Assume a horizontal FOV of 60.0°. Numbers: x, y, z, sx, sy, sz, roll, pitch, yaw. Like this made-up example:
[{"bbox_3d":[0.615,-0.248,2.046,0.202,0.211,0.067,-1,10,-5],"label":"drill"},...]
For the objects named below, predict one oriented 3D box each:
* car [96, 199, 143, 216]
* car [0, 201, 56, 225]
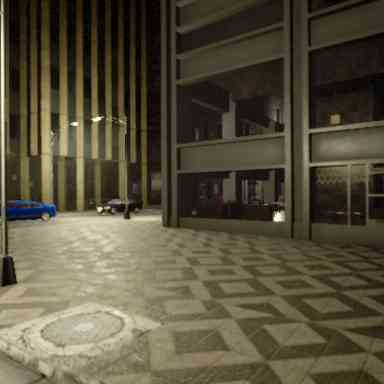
[{"bbox_3d":[-6.797,1.381,31.440,2.128,1.511,4.902,-1,0,35],"label":"car"},{"bbox_3d":[-12.278,1.408,23.723,1.882,1.535,5.008,-1,0,37],"label":"car"}]
